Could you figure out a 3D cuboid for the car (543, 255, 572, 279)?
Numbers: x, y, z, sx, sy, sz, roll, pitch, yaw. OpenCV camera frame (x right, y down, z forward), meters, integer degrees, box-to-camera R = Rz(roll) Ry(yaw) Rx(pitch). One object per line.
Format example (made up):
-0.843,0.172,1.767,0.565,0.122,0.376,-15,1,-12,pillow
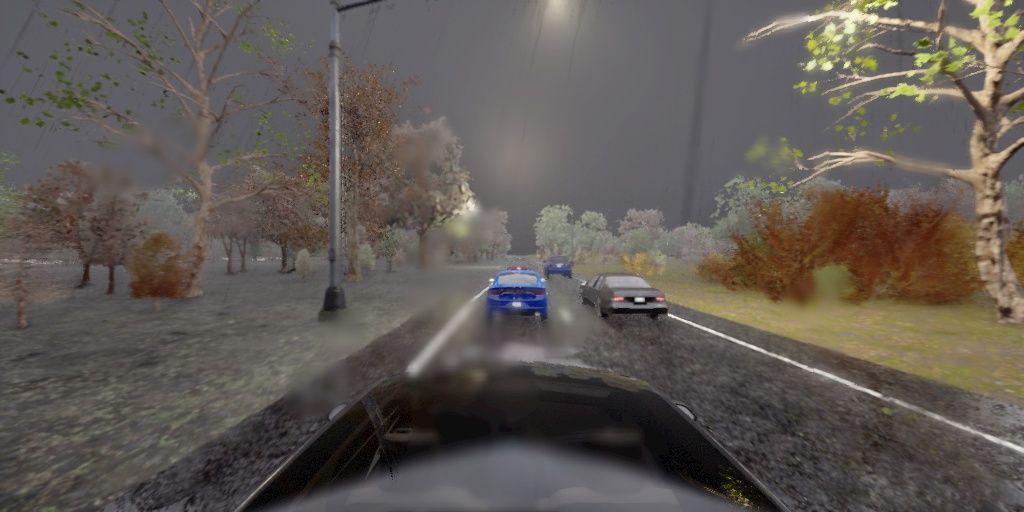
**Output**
4.147,0.961,32.990,2.150,2.045,5.566,0,0,2,car

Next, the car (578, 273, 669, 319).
3.683,1.295,12.760,2.033,1.411,5.357,0,0,1,car

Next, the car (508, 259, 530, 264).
0.653,1.091,33.172,2.097,1.767,4.553,0,0,2,car

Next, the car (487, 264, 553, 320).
0.190,1.224,12.674,1.882,1.535,5.008,0,0,1,car
